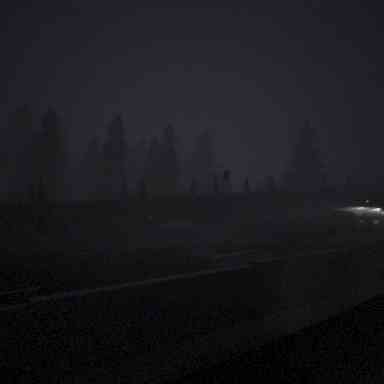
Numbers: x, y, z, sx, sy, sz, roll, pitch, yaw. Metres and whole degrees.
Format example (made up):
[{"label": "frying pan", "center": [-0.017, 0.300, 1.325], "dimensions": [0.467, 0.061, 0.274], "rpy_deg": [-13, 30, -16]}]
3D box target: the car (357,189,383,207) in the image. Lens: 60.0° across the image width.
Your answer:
[{"label": "car", "center": [15.871, 0.457, 28.200], "dimensions": [4.181, 1.385, 1.994], "rpy_deg": [-3, 2, -35]}]
